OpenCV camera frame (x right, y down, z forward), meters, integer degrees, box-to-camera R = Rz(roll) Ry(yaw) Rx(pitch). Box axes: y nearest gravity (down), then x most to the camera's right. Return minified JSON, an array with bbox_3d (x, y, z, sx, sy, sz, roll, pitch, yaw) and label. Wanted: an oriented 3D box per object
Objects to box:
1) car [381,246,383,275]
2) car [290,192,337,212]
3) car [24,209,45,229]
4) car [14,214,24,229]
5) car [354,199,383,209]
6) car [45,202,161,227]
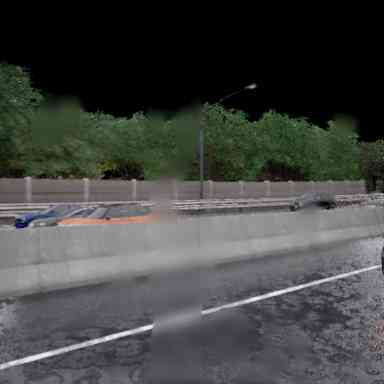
[{"bbox_3d":[6.671,1.475,8.428,4.892,1.490,1.837,0,0,-35],"label":"car"},{"bbox_3d":[12.411,1.048,33.834,5.566,2.045,2.150,-1,1,-34],"label":"car"},{"bbox_3d":[-5.641,1.474,17.131,4.902,1.511,2.128,0,0,-35],"label":"car"},{"bbox_3d":[-7.818,1.460,19.879,5.008,1.535,1.882,0,0,-35],"label":"car"},{"bbox_3d":[15.080,1.354,27.190,4.892,1.490,1.837,-1,0,-34],"label":"car"},{"bbox_3d":[-3.553,1.336,14.319,4.553,1.767,2.097,0,0,-35],"label":"car"}]
